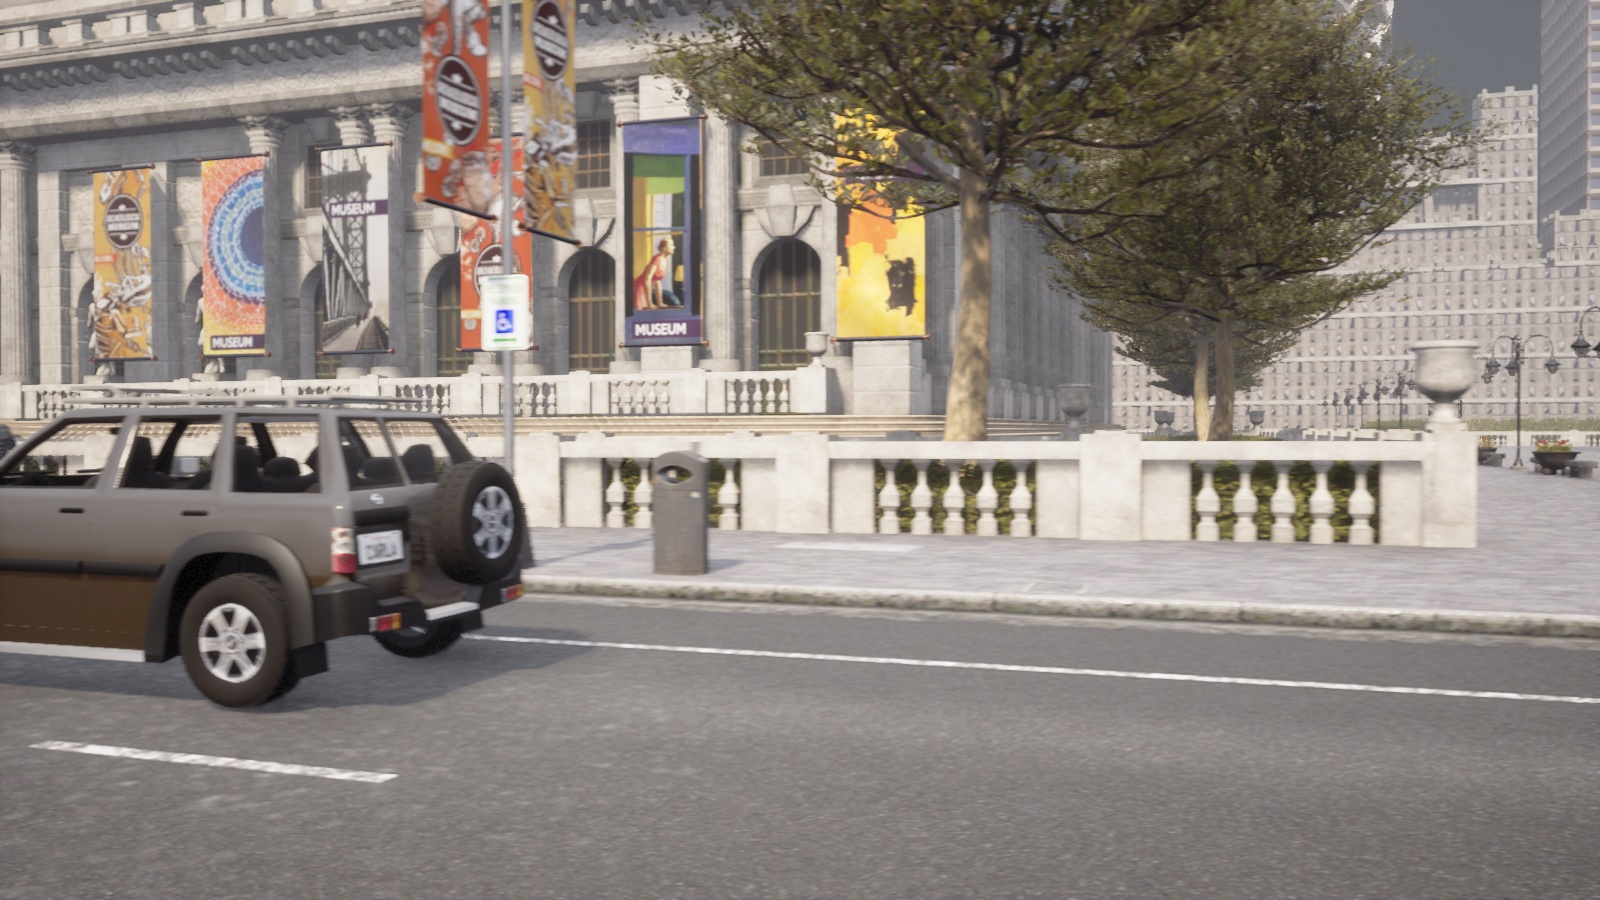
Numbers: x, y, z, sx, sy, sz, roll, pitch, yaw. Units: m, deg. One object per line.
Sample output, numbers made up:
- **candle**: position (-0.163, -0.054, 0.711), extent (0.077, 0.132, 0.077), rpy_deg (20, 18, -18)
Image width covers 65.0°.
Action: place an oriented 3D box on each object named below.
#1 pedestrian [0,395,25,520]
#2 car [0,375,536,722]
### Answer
- **pedestrian**: position (-12.860, 0.111, 20.009), extent (0.788, 1.949, 0.423), rpy_deg (0, 1, 13)
- **car**: position (-4.283, 0.493, 8.331), extent (4.605, 1.855, 1.932), rpy_deg (1, 1, 18)
